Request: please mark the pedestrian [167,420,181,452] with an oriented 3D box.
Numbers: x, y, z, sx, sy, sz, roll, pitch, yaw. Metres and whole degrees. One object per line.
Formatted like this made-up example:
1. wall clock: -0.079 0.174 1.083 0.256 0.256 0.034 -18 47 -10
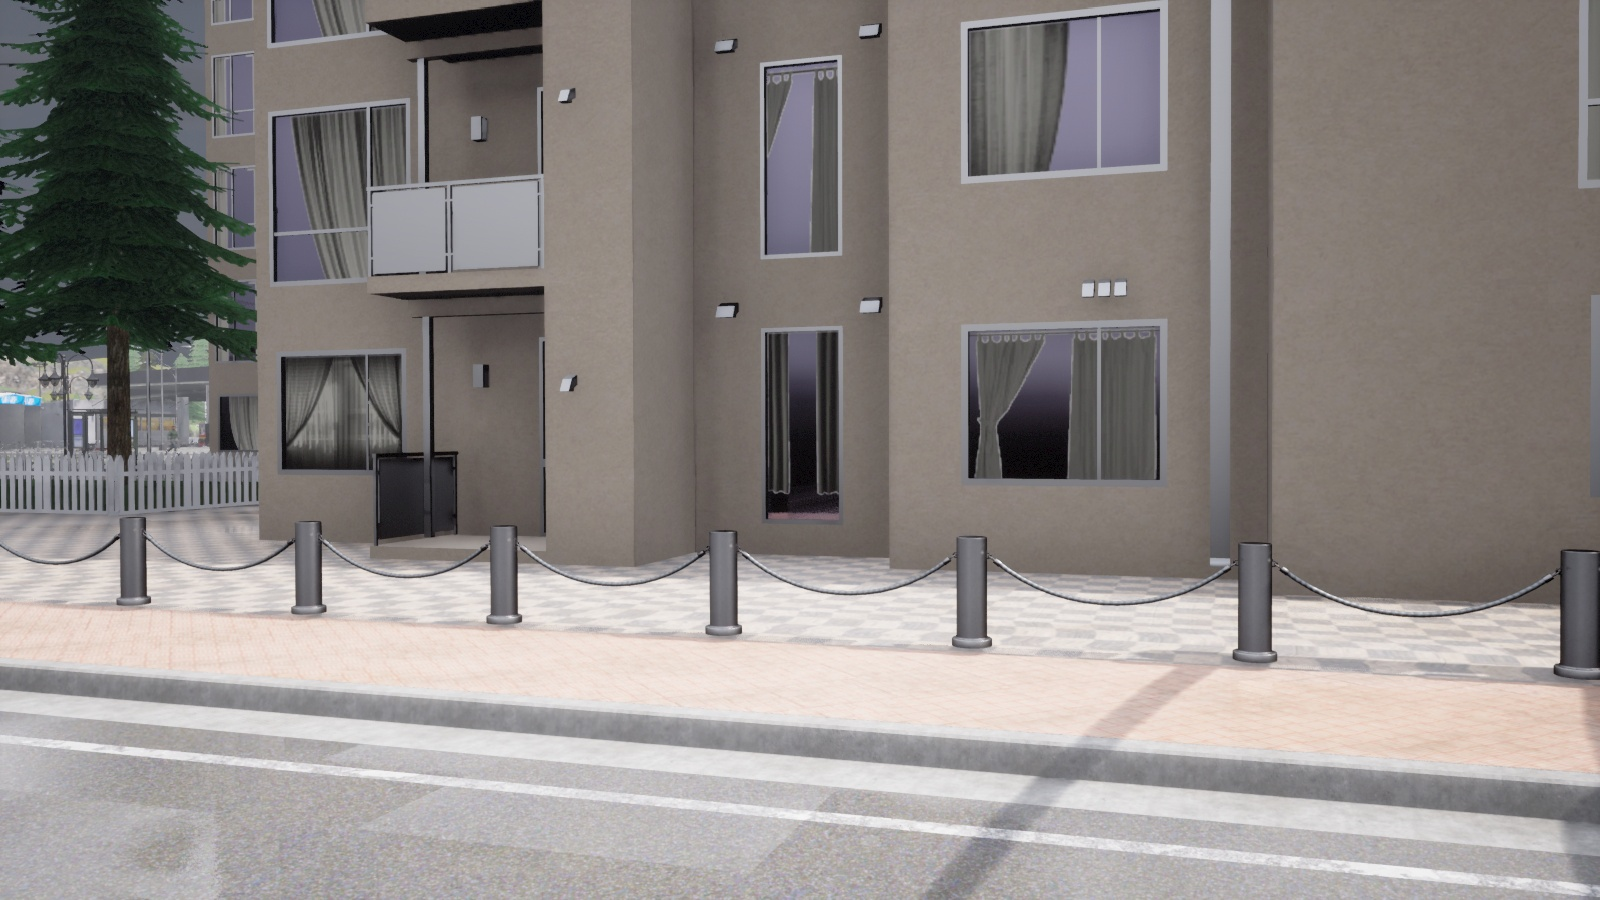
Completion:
1. pedestrian: -36.156 -0.814 72.500 0.614 1.847 0.353 0 1 15
